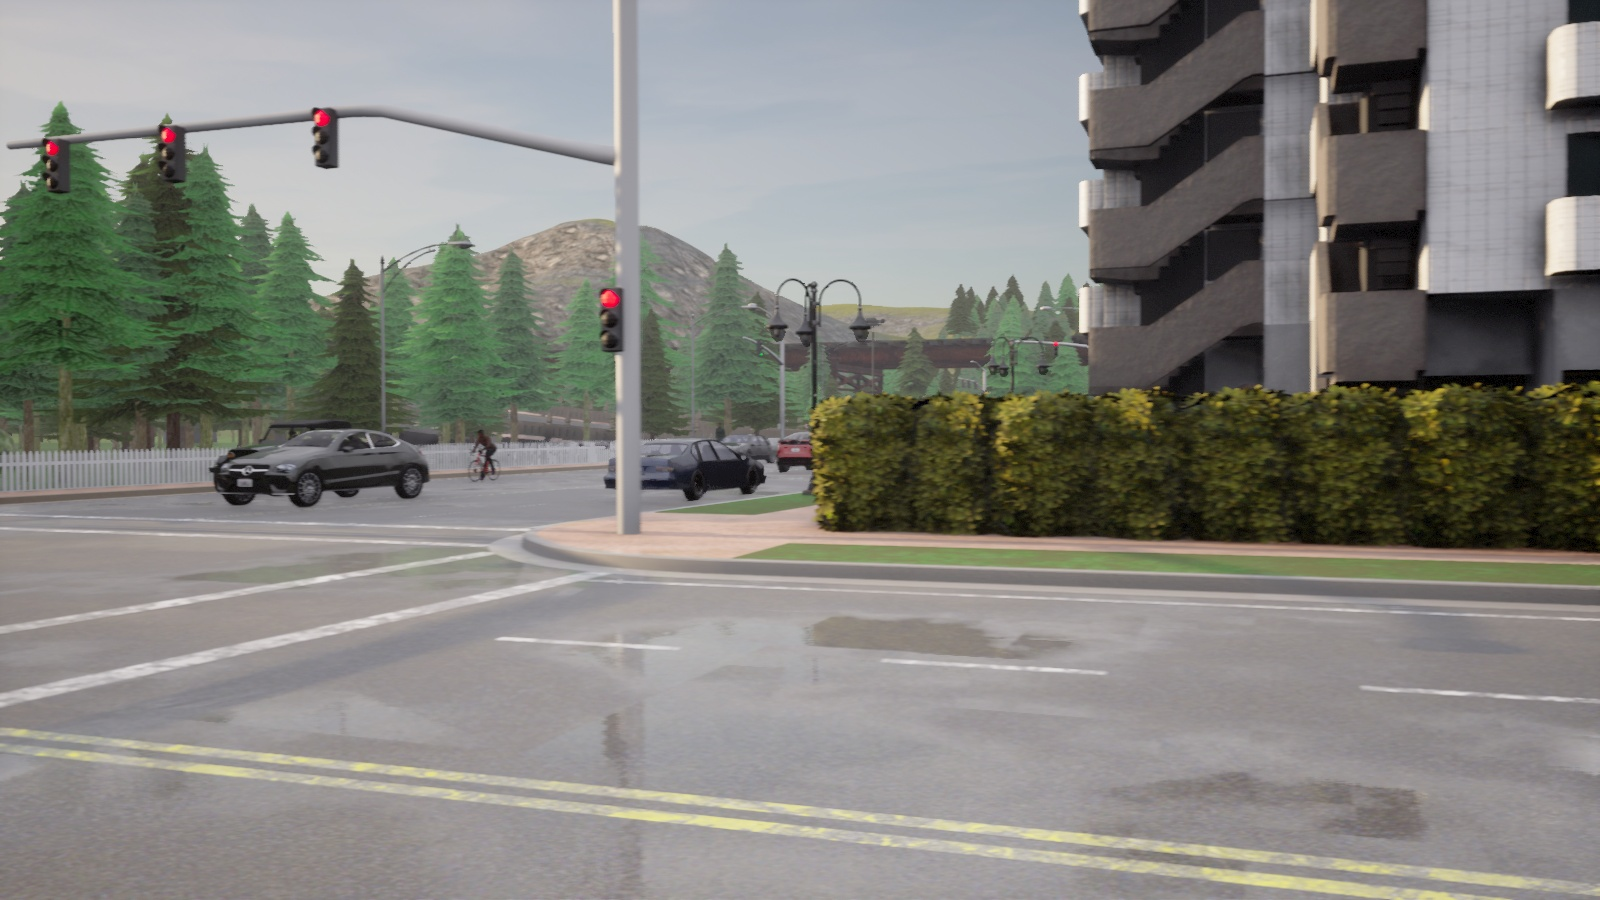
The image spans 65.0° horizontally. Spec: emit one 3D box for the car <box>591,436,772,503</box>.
[{"bbox_3d":[-2.652,0.389,29.627,2.033,1.411,5.357,1,1,22],"label":"car"}]

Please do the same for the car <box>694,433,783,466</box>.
[{"bbox_3d":[-2.742,-0.062,57.759,2.033,1.411,5.357,1,1,22],"label":"car"}]

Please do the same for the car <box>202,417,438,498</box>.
[{"bbox_3d":[-10.673,0.110,28.402,2.152,1.651,5.027,1,1,22],"label":"car"}]

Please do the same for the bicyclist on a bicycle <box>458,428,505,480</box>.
[{"bbox_3d":[-10.015,0.109,39.510,0.582,1.620,1.656,1,1,22],"label":"bicyclist on a bicycle"}]

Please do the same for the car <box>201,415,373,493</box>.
[{"bbox_3d":[-12.995,0.060,32.030,1.905,1.878,3.866,1,1,22],"label":"car"}]

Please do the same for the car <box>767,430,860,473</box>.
[{"bbox_3d":[0.578,0.020,47.182,2.007,1.525,4.514,1,1,22],"label":"car"}]
